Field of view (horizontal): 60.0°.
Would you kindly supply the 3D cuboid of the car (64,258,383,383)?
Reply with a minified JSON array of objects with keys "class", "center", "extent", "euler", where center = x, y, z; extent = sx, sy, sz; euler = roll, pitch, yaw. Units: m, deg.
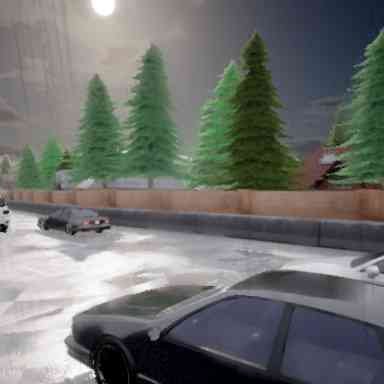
[{"class":"car","center":[1.011,1.569,3.295],"extent":[5.357,1.411,2.033],"euler":[0,0,36]}]

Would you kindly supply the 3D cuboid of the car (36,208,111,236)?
[{"class":"car","center":[-6.672,1.573,18.517],"extent":[5.357,1.411,2.033],"euler":[0,0,42]}]

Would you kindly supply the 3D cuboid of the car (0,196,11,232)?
[{"class":"car","center":[-12.194,1.211,18.882],"extent":[5.566,2.045,2.150],"euler":[0,0,43]}]

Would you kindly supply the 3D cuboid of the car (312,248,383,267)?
[{"class":"car","center":[3.806,1.574,5.632],"extent":[4.674,1.442,1.812],"euler":[0,0,35]}]
